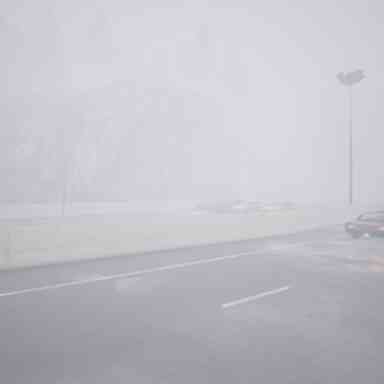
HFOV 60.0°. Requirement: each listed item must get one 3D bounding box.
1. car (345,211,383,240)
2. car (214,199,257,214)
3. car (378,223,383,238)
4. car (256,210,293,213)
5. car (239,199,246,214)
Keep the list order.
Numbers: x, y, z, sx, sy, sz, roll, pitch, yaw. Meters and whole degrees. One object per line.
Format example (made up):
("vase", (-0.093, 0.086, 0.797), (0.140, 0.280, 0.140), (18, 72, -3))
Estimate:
("car", (9.214, 1.553, 15.792), (4.718, 1.301, 1.895), (0, 0, -41))
("car", (4.668, 1.477, 35.421), (4.892, 1.490, 1.837), (0, 0, -44))
("car", (7.522, 1.563, 9.738), (4.718, 1.301, 1.895), (0, 0, -39))
("car", (7.734, 1.481, 28.736), (4.674, 1.442, 1.812), (0, 0, -43))
("car", (5.477, 1.492, 31.413), (4.674, 1.442, 1.812), (0, 0, -43))
